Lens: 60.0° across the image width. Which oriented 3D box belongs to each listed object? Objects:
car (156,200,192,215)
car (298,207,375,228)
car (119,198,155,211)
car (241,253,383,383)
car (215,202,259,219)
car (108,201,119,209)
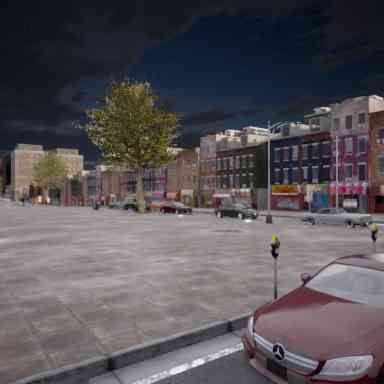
[{"bbox_3d":[-1.899,1.889,39.392,1.882,1.535,5.008,0,-1,-35],"label":"car"},{"bbox_3d":[9.868,1.728,22.964,1.895,1.301,4.718,0,-1,-36],"label":"car"},{"bbox_3d":[-8.013,1.826,47.989,2.150,2.045,5.566,0,-1,-35],"label":"car"},{"bbox_3d":[2.578,1.582,4.642,4.206,1.307,1.802,0,0,-35],"label":"car"},{"bbox_3d":[4.110,1.756,30.998,1.837,1.490,4.892,0,-1,-36],"label":"car"},{"bbox_3d":[-13.819,2.395,61.059,2.128,1.511,4.902,0,-1,-35],"label":"car"}]
